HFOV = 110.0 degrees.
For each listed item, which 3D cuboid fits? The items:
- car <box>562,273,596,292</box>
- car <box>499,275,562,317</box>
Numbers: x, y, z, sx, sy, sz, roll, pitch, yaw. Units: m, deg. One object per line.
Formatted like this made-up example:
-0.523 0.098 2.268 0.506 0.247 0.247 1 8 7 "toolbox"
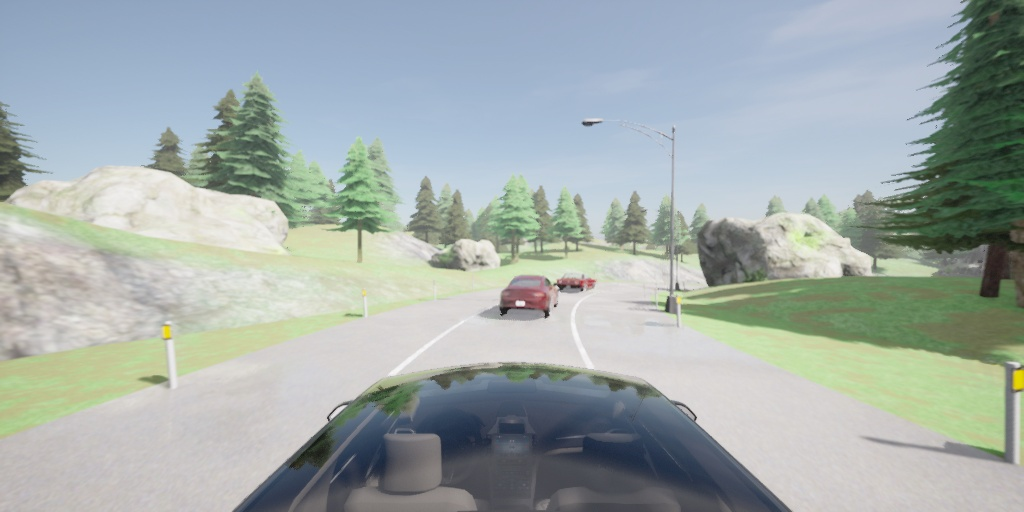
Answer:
4.859 1.912 26.503 1.895 1.301 4.718 1 -2 27 "car"
0.773 1.468 14.246 1.812 1.442 4.674 0 -1 12 "car"
